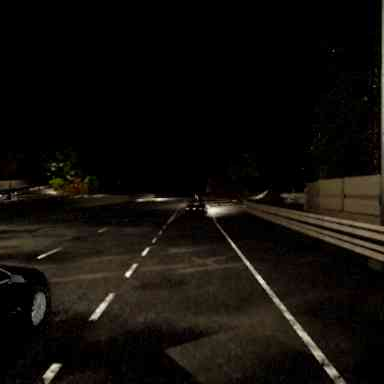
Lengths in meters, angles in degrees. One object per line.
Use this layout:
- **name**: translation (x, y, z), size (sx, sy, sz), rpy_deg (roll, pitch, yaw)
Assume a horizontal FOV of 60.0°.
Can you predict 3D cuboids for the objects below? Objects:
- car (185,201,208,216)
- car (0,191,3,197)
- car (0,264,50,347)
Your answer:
- **car**: translation (0.455, 1.551, 32.326), size (2.033, 1.411, 5.357), rpy_deg (0, 0, 6)
- **car**: translation (-48.603, 0.596, 82.072), size (1.812, 1.442, 4.674), rpy_deg (0, 2, -22)
- **car**: translation (-3.400, 1.505, 3.940), size (1.837, 1.490, 4.892), rpy_deg (0, 0, 0)
